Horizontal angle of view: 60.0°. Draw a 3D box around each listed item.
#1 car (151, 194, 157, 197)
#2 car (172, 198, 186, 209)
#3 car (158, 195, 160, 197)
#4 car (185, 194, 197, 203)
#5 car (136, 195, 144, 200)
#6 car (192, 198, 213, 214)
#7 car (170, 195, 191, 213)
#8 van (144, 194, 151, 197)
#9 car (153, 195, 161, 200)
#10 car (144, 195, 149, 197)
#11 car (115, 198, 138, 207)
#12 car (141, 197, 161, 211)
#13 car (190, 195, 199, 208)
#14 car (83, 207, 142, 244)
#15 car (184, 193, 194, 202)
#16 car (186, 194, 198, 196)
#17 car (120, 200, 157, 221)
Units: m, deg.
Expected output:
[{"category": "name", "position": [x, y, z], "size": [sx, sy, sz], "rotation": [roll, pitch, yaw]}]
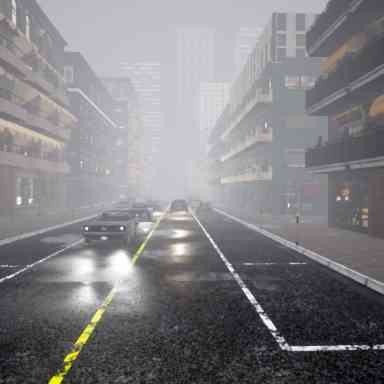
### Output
[{"category": "car", "position": [-8.327, 1.302, 62.840], "size": [2.192, 1.841, 5.009], "rotation": [-1, 0, -2]}, {"category": "car", "position": [-1.868, 1.553, 47.199], "size": [1.994, 1.385, 4.181], "rotation": [0, 0, -2]}, {"category": "car", "position": [-9.290, 1.566, 85.228], "size": [1.802, 1.307, 4.206], "rotation": [-1, 0, -2]}, {"category": "car", "position": [-0.203, 1.301, 68.766], "size": [2.192, 1.841, 5.009], "rotation": [-1, 0, -2]}, {"category": "car", "position": [-7.347, 1.431, 40.453], "size": [1.967, 1.590, 4.097], "rotation": [-1, 0, -2]}, {"category": "car", "position": [1.235, 1.574, 35.184], "size": [1.802, 1.307, 4.206], "rotation": [-1, 0, -2]}, {"category": "car", "position": [-1.407, 1.469, 36.772], "size": [1.882, 1.535, 5.008], "rotation": [0, 0, -2]}, {"category": "van", "position": [-7.826, 1.330, 51.647], "size": [1.690, 1.788, 3.998], "rotation": [-1, 0, -2]}, {"category": "car", "position": [-9.528, 1.565, 90.825], "size": [1.802, 1.307, 4.206], "rotation": [-1, 0, -2]}, {"category": "car", "position": [-7.584, 1.540, 46.050], "size": [2.008, 1.369, 4.403], "rotation": [-1, 0, -2]}, {"category": "car", "position": [-7.106, 1.574, 34.857], "size": [1.802, 1.307, 4.206], "rotation": [-1, 0, -2]}, {"category": "car", "position": [-4.787, 1.592, 40.674], "size": [1.895, 1.301, 4.718], "rotation": [0, 0, -2]}, {"category": "car", "position": [0.749, 1.515, 46.548], "size": [1.752, 1.417, 4.829], "rotation": [-1, 0, -2]}, {"category": "car", "position": [-3.729, 1.597, 15.961], "size": [1.895, 1.301, 4.718], "rotation": [0, 0, -2]}, {"category": "car", "position": [-0.680, 1.300, 79.960], "size": [2.192, 1.841, 5.009], "rotation": [-1, 0, -2]}, {"category": "car", "position": [0.275, 1.303, 57.572], "size": [2.192, 1.841, 5.009], "rotation": [-1, 0, -2]}, {"category": "car", "position": [-4.166, 1.557, 26.475], "size": [1.994, 1.385, 4.181], "rotation": [0, 0, -3]}]
